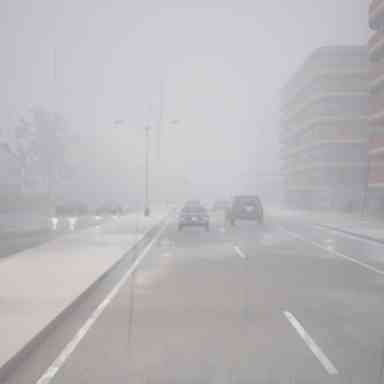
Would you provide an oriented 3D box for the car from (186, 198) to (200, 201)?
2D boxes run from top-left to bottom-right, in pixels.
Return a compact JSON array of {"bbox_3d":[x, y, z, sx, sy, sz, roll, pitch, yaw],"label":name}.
[{"bbox_3d":[0.122,1.443,42.046,2.128,1.511,4.902,0,0,0],"label":"car"}]

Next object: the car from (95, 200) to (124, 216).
[{"bbox_3d":[-8.063,1.488,32.776,1.812,1.442,4.674,0,0,0],"label":"car"}]

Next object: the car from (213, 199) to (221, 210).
[{"bbox_3d":[3.616,1.516,41.304,1.994,1.385,4.181,0,0,0],"label":"car"}]

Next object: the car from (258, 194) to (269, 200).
[{"bbox_3d":[19.003,1.353,88.639,1.970,1.475,3.806,0,0,0],"label":"car"}]

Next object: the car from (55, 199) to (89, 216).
[{"bbox_3d":[-11.570,1.441,32.231,1.882,1.535,5.008,0,0,0],"label":"car"}]

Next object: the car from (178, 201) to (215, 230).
[{"bbox_3d":[0.111,1.523,20.815,2.033,1.411,5.357,0,0,0],"label":"car"}]

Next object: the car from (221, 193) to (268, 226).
[{"bbox_3d":[3.595,1.197,23.560,2.150,2.045,5.566,0,0,0],"label":"car"}]

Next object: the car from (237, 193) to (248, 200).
[{"bbox_3d":[13.257,1.193,87.880,2.242,1.667,4.611,0,0,0],"label":"car"}]
